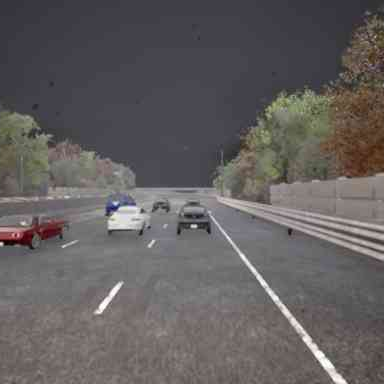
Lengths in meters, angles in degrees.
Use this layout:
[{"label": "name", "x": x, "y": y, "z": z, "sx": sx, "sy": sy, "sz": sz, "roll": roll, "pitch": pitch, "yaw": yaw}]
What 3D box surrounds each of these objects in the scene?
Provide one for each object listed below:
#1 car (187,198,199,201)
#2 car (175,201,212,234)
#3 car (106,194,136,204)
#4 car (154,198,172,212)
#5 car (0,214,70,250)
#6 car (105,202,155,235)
[{"label": "car", "x": 0.108, "y": 1.470, "z": 38.233, "sx": 1.837, "sy": 1.490, "sz": 4.892, "roll": 0, "pitch": 0, "yaw": 0}, {"label": "car", "x": 0.107, "y": 1.481, "z": 19.208, "sx": 1.837, "sy": 1.490, "sz": 4.892, "roll": 0, "pitch": 0, "yaw": 0}, {"label": "car", "x": -6.894, "y": 1.189, "z": 32.716, "sx": 2.150, "sy": 2.045, "sz": 5.566, "roll": 0, "pitch": 0, "yaw": 0}, {"label": "car", "x": -3.393, "y": 1.470, "z": 37.767, "sx": 1.837, "sy": 1.490, "sz": 4.892, "roll": 0, "pitch": 0, "yaw": 0}, {"label": "car", "x": -6.893, "y": 1.581, "z": 14.173, "sx": 1.895, "sy": 1.301, "sz": 4.718, "roll": 0, "pitch": 0, "yaw": 0}, {"label": "car", "x": -3.407, "y": 1.502, "z": 18.648, "sx": 1.812, "sy": 1.442, "sz": 4.674, "roll": 0, "pitch": 0, "yaw": 0}]
